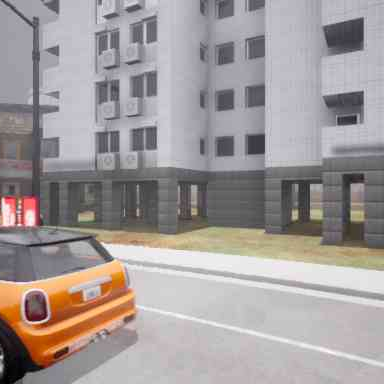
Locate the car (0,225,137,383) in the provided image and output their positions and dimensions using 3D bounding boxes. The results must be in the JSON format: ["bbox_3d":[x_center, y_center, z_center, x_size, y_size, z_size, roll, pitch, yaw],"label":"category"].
[{"bbox_3d":[-3.179,1.353,5.432,4.553,1.767,2.097,0,0,29],"label":"car"}]

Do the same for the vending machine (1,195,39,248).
[{"bbox_3d":[-7.198,1.195,13.927,0.880,2.100,1.100,0,0,21],"label":"vending machine"}]
